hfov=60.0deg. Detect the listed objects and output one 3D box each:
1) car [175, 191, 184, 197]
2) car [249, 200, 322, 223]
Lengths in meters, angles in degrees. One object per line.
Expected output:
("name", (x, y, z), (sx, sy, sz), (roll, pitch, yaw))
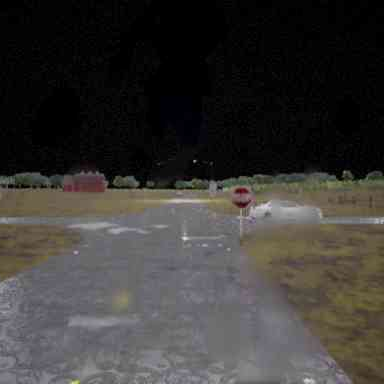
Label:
("car", (-2.777, 0.445, 73.985), (1.994, 1.385, 4.181), (0, 1, 0))
("car", (6.188, 1.271, 22.160), (4.674, 1.442, 1.812), (-1, -1, 0))
